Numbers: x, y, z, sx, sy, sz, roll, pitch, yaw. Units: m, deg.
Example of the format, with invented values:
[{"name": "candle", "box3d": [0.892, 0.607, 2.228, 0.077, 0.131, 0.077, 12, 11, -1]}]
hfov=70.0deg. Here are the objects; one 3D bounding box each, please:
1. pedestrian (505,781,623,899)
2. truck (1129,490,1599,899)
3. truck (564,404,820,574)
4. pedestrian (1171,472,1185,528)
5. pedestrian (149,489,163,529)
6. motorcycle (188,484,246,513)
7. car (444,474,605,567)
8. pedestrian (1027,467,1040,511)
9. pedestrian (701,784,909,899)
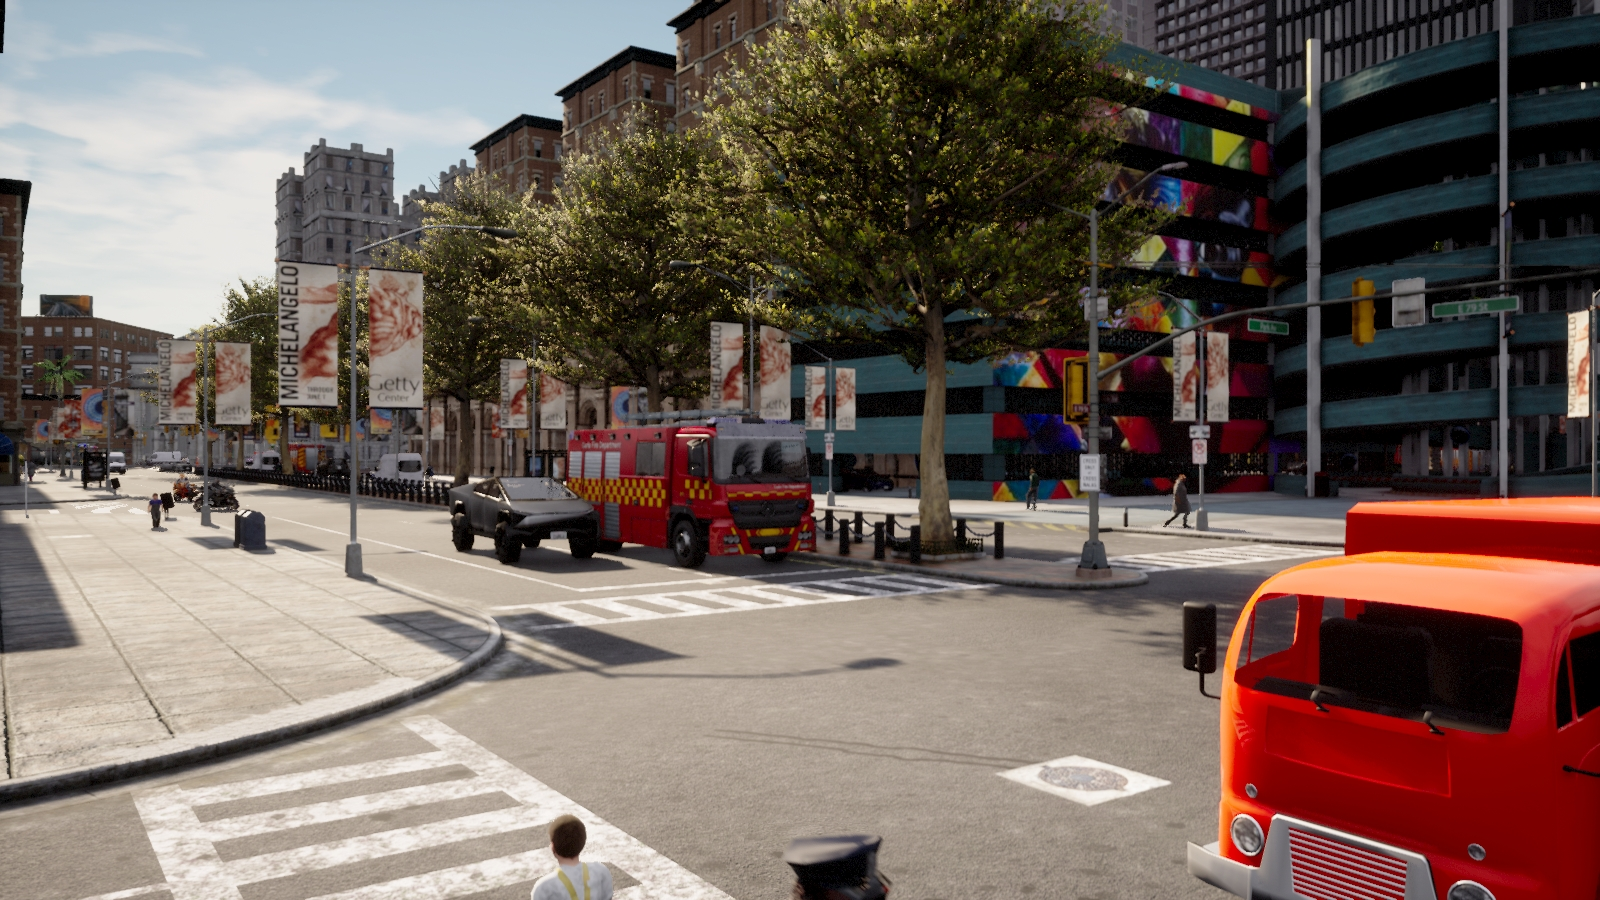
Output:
[{"name": "pedestrian", "box3d": [-1.002, 2.127, 4.837, 0.375, 1.300, 0.375, 0, 0, -34]}, {"name": "truck", "box3d": [4.832, 1.566, 7.165, 5.204, 2.467, 2.627, 0, 0, -35]}, {"name": "truck", "box3d": [-3.138, 0.884, 30.043, 2.891, 3.827, 8.468, 0, 0, -35]}, {"name": "pedestrian", "box3d": [12.759, 1.682, 38.563, 0.375, 1.860, 0.375, 0, 0, 36]}, {"name": "pedestrian", "box3d": [-21.584, 1.974, 38.285, 0.375, 1.300, 0.375, 0, 0, -36]}, {"name": "motorcycle", "box3d": [-26.781, 2.200, 52.501, 2.209, 1.251, 0.867, 0, 2, 7]}, {"name": "car", "box3d": [-7.523, 1.748, 30.614, 2.390, 2.098, 6.274, 0, 0, -31]}, {"name": "pedestrian", "box3d": [9.994, 1.679, 48.955, 0.375, 1.860, 0.375, 0, 0, -33]}, {"name": "pedestrian", "box3d": [0.017, 1.848, 2.879, 0.375, 1.860, 0.375, 0, 0, 35]}]
